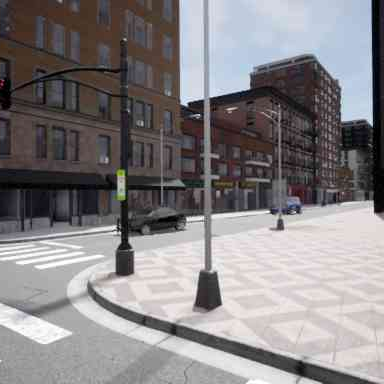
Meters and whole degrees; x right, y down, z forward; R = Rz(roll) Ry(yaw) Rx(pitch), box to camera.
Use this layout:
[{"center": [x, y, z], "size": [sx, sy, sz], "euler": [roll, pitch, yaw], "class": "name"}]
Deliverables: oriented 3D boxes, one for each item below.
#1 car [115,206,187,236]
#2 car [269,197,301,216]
[{"center": [-2.328, 1.637, 19.961], "size": [1.882, 1.535, 5.008], "euler": [-1, -1, 36], "class": "car"}, {"center": [10.772, 1.564, 38.151], "size": [2.150, 2.045, 5.566], "euler": [-1, -1, 36], "class": "car"}]
